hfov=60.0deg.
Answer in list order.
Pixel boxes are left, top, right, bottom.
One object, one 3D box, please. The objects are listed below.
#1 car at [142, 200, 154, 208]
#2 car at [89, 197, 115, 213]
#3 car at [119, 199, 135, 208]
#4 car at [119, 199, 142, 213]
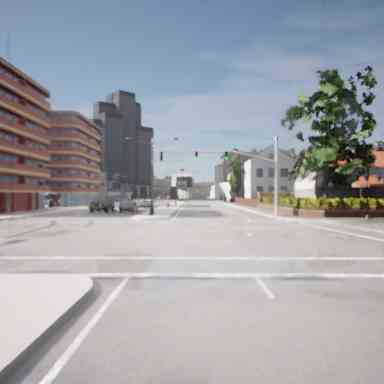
[{"bbox_3d":[-8.005,2.158,59.285,1.895,1.301,4.718,0,-1,1],"label":"car"},{"bbox_3d":[-11.557,1.626,43.059,2.150,2.045,5.566,0,-1,1],"label":"car"},{"bbox_3d":[-11.504,2.063,59.493,1.837,1.490,4.892,0,0,1],"label":"car"},{"bbox_3d":[-8.061,1.906,42.733,1.837,1.490,4.892,0,0,0],"label":"car"}]
